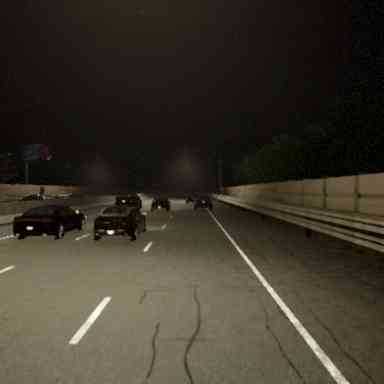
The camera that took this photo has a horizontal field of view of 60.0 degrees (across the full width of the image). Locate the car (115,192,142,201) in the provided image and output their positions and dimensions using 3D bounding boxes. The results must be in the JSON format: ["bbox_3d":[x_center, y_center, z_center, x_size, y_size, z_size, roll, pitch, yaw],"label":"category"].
[{"bbox_3d":[-6.857,1.014,36.207,2.150,2.045,5.566,0,0,0],"label":"car"}]

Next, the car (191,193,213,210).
[{"bbox_3d":[1.271,1.133,38.702,2.097,1.767,4.553,0,0,0],"label":"car"}]

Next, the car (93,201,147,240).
[{"bbox_3d":[-3.380,1.401,16.232,1.837,1.490,4.892,0,0,0],"label":"car"}]

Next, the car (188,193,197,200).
[{"bbox_3d":[0.087,0.947,74.729,1.882,1.535,5.008,0,0,0],"label":"car"}]

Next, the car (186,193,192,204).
[{"bbox_3d":[0.066,1.063,55.946,2.097,1.767,4.553,0,0,0],"label":"car"}]

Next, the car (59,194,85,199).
[{"bbox_3d":[-17.517,1.088,49.598,2.097,1.767,4.553,0,0,0],"label":"car"}]

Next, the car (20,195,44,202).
[{"bbox_3d":[-24.497,1.233,51.040,1.837,1.490,4.892,0,0,1],"label":"car"}]

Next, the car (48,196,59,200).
[{"bbox_3d":[-21.000,1.323,52.688,1.895,1.301,4.718,0,0,1],"label":"car"}]

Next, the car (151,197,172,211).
[{"bbox_3d":[-3.357,1.295,36.635,1.837,1.490,4.892,0,0,0],"label":"car"}]

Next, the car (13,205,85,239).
[{"bbox_3d":[-6.880,1.372,16.582,1.882,1.535,5.008,0,0,0],"label":"car"}]
